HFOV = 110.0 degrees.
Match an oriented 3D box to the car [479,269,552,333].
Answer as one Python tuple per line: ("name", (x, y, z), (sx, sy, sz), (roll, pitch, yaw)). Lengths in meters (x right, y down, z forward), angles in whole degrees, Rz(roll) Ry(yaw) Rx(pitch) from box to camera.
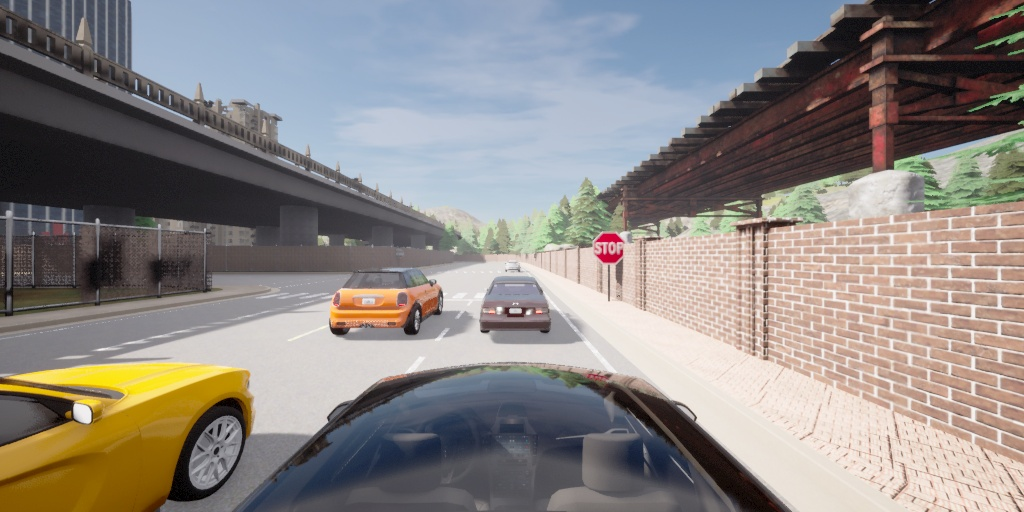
("car", (0.078, 1.297, 10.693), (2.033, 1.411, 5.357), (0, 0, 0))

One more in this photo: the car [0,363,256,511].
("car", (-3.399, 1.228, 1.413), (1.882, 1.535, 5.008), (0, 0, 0))

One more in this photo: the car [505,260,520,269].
("car", (0.086, 1.276, 45.548), (1.812, 1.442, 4.674), (0, 0, -1))

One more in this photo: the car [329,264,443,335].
("car", (-3.423, 1.102, 10.670), (2.097, 1.767, 4.553), (0, 0, 0))
